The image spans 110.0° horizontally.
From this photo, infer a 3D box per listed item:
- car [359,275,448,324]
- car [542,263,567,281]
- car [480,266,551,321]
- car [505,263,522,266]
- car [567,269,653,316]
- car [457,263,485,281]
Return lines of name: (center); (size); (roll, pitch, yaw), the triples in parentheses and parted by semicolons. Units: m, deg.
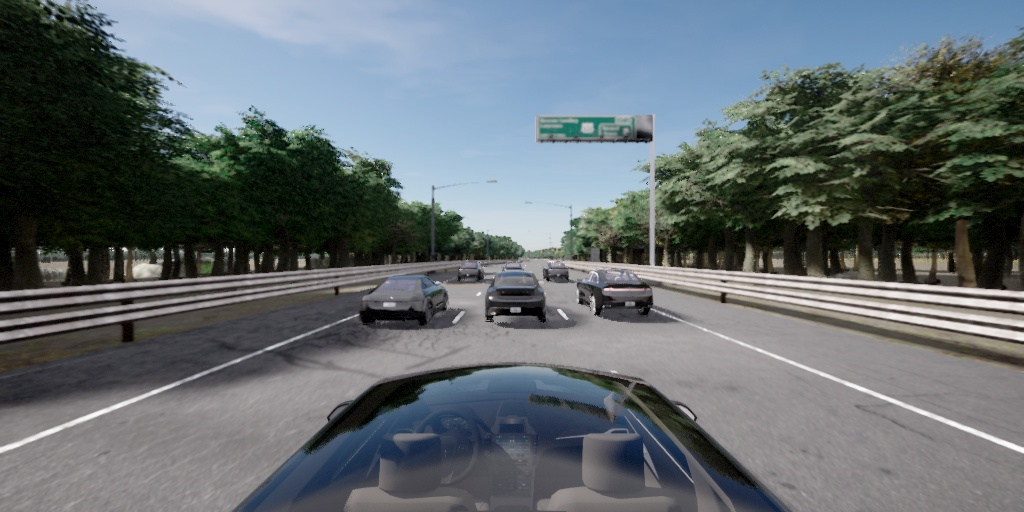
car: (-3.399, 1.322, 11.975); (1.994, 1.385, 4.181); (0, 0, 0)
car: (3.601, 1.288, 30.190); (2.128, 1.511, 4.902); (0, 0, 0)
car: (0.101, 1.263, 12.442); (1.837, 1.490, 4.892); (0, 0, 0)
car: (0.101, 1.289, 30.231); (2.128, 1.511, 4.902); (0, 0, 0)
car: (3.602, 1.251, 13.353); (2.128, 1.511, 4.902); (0, 0, 0)
car: (-3.399, 1.289, 30.198); (2.128, 1.511, 4.902); (0, 0, 0)
